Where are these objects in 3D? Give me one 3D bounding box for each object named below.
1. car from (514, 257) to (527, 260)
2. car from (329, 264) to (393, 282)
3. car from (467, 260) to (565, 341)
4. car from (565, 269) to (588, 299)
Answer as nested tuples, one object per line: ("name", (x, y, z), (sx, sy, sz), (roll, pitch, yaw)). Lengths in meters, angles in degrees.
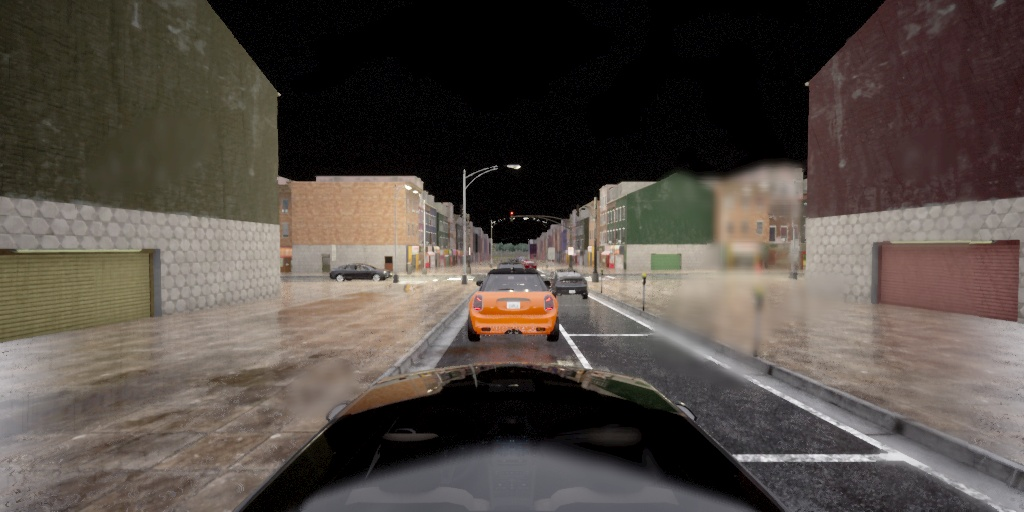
("car", (-0.051, 1.099, 19.890), (2.097, 1.767, 4.553), (0, 0, 0))
("car", (-12.316, 1.365, 29.455), (4.892, 1.490, 1.837), (0, 1, -2))
("car", (0.042, 1.100, 9.999), (2.097, 1.767, 4.553), (0, 0, 0))
("car", (2.593, 1.297, 17.570), (2.007, 1.370, 4.403), (0, 0, 0))
